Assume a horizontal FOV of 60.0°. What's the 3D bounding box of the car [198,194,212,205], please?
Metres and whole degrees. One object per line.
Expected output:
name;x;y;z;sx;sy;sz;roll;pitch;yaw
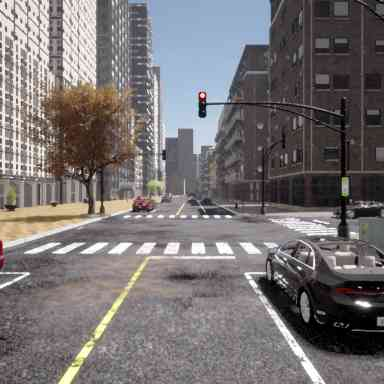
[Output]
car;2.664;1.610;61.251;1.947;1.339;4.313;0;0;0

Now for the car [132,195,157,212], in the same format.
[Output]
car;-5.708;1.336;39.157;2.192;1.841;5.009;0;0;0

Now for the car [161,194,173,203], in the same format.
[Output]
car;-5.722;1.627;72.294;1.947;1.339;4.313;0;0;0

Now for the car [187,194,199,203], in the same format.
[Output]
car;-0.030;1.656;68.927;1.895;1.301;4.718;0;0;0

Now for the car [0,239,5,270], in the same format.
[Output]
car;-5.694;1.545;6.769;1.887;1.381;4.507;0;0;0

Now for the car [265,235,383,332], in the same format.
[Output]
car;2.687;1.551;6.772;2.008;1.369;4.403;0;0;0

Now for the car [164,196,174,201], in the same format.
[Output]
car;-5.727;1.632;83.340;2.008;1.369;4.403;0;0;0

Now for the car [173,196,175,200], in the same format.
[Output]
car;-5.725;1.385;77.817;2.192;1.841;5.009;0;0;0

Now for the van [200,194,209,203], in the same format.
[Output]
van;2.658;1.402;72.298;1.690;1.788;3.998;0;0;0

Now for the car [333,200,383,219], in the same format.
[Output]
car;13.415;1.350;26.183;4.403;1.369;2.008;-1;1;-1

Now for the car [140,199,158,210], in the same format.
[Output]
car;-5.710;1.592;44.680;1.947;1.339;4.313;0;0;0

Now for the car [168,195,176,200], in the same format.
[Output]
car;-5.732;1.654;94.385;2.008;1.369;4.403;0;0;0
